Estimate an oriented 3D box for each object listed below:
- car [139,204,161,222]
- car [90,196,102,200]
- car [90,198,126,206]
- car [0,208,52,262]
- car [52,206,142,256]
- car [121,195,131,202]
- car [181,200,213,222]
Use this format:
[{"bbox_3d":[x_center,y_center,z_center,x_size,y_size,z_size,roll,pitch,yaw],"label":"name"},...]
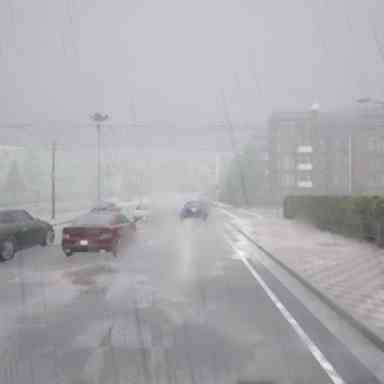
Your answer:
[{"bbox_3d":[-3.541,1.660,26.940,1.895,1.301,4.718,0,0,0],"label":"car"},{"bbox_3d":[-23.307,1.656,81.052,1.882,1.535,5.008,0,0,0],"label":"car"},{"bbox_3d":[-7.046,1.567,27.562,1.837,1.490,4.892,0,0,0],"label":"car"},{"bbox_3d":[-6.959,1.379,12.407,2.097,1.767,4.553,0,0,0],"label":"car"},{"bbox_3d":[-3.455,1.507,13.233,1.882,1.535,5.008,0,-1,1],"label":"car"},{"bbox_3d":[-16.307,1.534,81.132,2.097,1.767,4.553,0,0,0],"label":"car"},{"bbox_3d":[0.473,1.412,27.452,2.097,1.767,4.553,0,0,8],"label":"car"}]
